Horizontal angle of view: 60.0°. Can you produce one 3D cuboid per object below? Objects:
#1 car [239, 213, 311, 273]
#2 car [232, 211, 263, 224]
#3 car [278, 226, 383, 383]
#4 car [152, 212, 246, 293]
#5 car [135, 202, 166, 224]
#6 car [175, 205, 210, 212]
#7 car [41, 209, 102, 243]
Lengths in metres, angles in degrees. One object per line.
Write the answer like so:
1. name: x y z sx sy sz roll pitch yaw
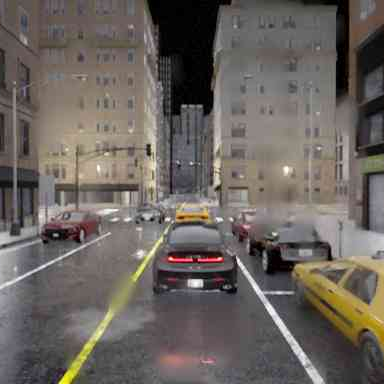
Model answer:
1. car: 2.876 1.567 10.473 1.947 1.339 4.313 -1 0 0
2. car: 2.881 1.584 16.059 1.802 1.307 4.206 -1 0 0
3. car: 2.870 1.526 5.057 1.752 1.417 4.829 -1 0 0
4. car: 0.074 1.506 8.820 1.837 1.490 4.892 0 0 0
5. car: -2.982 1.495 24.587 2.128 1.511 4.902 0 0 0
6. car: 0.050 1.480 19.247 1.882 1.535 5.008 0 0 1
7. car: -5.664 1.546 16.064 1.887 1.381 4.507 -1 0 0
